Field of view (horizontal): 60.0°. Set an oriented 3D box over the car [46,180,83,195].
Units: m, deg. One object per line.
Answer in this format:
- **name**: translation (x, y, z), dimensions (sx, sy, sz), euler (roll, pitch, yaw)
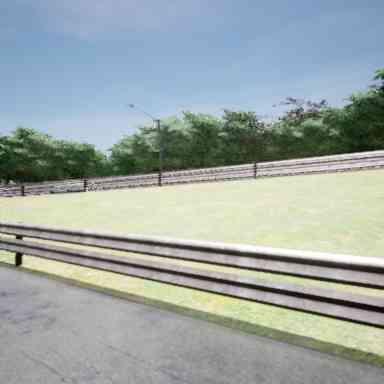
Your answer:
- **car**: translation (-18.276, -0.493, 47.835), dimensions (5.566, 2.045, 2.150), euler (-4, -2, 23)
